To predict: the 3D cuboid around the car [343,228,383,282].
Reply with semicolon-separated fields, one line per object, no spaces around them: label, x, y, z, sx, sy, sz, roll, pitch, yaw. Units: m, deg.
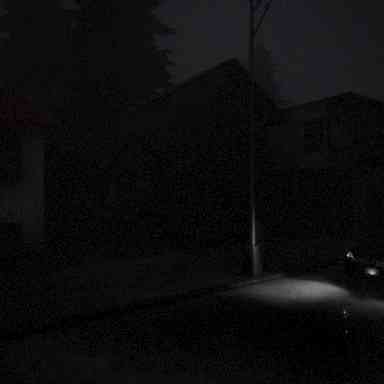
car;5.949;1.530;8.846;4.674;1.442;1.812;0;0;-35
